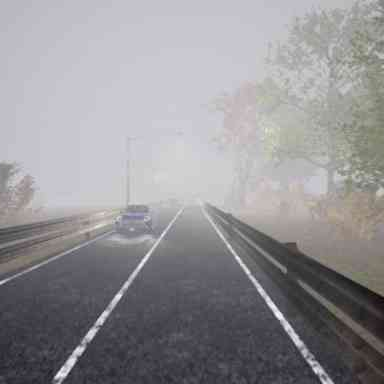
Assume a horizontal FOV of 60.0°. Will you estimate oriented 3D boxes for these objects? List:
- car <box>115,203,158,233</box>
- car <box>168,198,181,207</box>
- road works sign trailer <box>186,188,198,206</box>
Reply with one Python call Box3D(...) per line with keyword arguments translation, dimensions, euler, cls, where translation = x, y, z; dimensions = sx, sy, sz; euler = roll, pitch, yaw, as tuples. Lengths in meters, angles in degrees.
Box3D(translation=(-3.351, 1.530, 20.835), dimensions=(2.097, 1.767, 4.553), euler=(0, 0, 0), cls="car")
Box3D(translation=(-3.253, 1.880, 61.825), dimensions=(2.097, 1.767, 4.553), euler=(0, 0, 1), cls="car")
Box3D(translation=(0.040, 1.022, 66.063), dimensions=(2.380, 3.560, 2.880), euler=(0, -1, 0), cls="road works sign trailer")
